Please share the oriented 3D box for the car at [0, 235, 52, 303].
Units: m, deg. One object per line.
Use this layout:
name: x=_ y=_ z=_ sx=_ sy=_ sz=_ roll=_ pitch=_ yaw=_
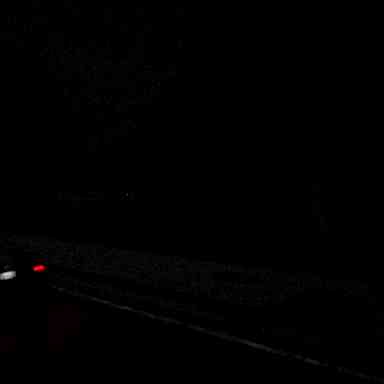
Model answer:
car: x=-5.381 y=1.574 z=7.517 sx=5.357 sy=1.411 sz=2.033 roll=0 pitch=0 yaw=36
